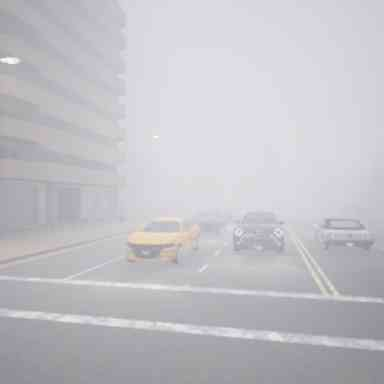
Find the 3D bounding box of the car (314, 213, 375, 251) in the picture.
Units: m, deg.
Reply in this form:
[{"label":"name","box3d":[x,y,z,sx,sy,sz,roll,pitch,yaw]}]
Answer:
[{"label":"car","box3d":[7.015,1.908,15.820,1.895,1.301,4.718,-1,-1,14]}]

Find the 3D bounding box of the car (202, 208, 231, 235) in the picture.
[{"label":"car","box3d":[1.204,1.945,22.384,1.882,1.535,5.008,-1,-1,13]}]

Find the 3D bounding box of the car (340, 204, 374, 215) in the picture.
[{"label":"car","box3d":[21.400,2.280,43.132,4.902,1.511,2.128,0,-1,-25]}]

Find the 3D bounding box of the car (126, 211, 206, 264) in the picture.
[{"label":"car","box3d":[-0.937,1.764,13.292,1.882,1.535,5.008,-1,-1,13]}]

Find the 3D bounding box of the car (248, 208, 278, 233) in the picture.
[{"label":"car","box3d":[5.247,1.969,24.309,1.882,1.535,5.008,-1,-1,13]}]

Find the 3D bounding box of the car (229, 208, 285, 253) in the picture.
[{"label":"car","box3d":[3.139,1.665,15.348,2.097,1.767,4.553,-1,-1,13]}]

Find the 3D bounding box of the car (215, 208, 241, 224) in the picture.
[{"label":"car","box3d":[3.526,2.263,32.180,1.895,1.301,4.718,-1,-1,14]}]
